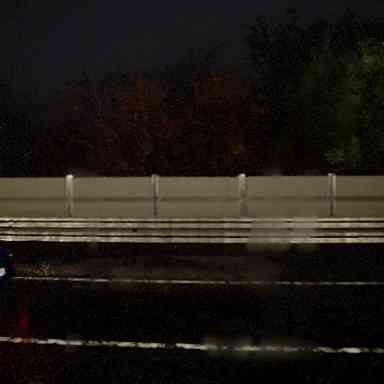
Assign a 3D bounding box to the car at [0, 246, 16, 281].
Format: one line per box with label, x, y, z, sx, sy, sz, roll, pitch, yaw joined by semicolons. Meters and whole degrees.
car;-6.406;1.586;7.544;4.674;1.442;1.812;0;0;9
